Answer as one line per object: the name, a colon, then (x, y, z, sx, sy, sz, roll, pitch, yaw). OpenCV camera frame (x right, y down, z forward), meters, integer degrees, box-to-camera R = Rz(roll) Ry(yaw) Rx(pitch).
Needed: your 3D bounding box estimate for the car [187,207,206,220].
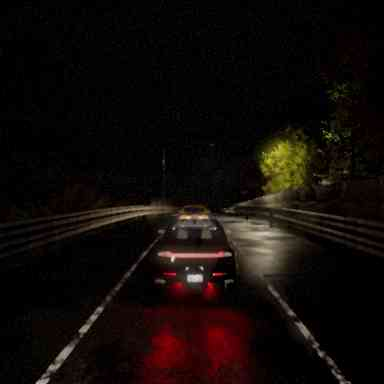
car: (0.517, 2.204, 34.903, 1.895, 1.301, 4.718, 0, -3, 2)

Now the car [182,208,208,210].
car: (0.102, 1.583, 14.762, 1.895, 1.301, 4.718, 0, -1, 0)

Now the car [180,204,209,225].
car: (0.235, 1.764, 27.055, 2.128, 1.511, 4.902, 0, -2, 1)

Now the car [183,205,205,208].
car: (0.149, 1.566, 20.753, 1.882, 1.535, 5.008, 0, -1, 1)

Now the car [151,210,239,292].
car: (0.067, 1.433, 8.732, 2.128, 1.511, 4.902, 0, 0, 0)
